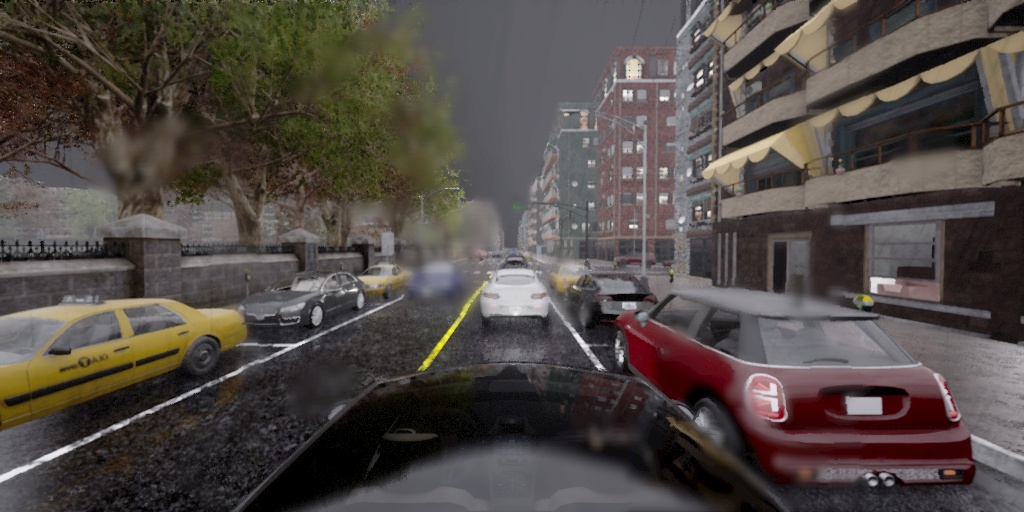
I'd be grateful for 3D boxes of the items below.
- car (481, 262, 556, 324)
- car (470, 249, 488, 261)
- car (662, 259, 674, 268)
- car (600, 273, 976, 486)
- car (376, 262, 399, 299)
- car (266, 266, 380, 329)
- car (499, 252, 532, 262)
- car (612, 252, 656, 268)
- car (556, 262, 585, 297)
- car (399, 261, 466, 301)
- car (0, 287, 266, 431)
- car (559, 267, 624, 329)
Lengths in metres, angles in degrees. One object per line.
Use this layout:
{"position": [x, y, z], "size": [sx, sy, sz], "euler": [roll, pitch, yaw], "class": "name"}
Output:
{"position": [0.099, 1.074, 10.941], "size": [1.812, 1.442, 4.674], "euler": [0, 1, 0], "class": "car"}
{"position": [-5.694, -0.173, 59.506], "size": [2.192, 1.841, 5.009], "euler": [0, 0, 0], "class": "car"}
{"position": [20.290, 0.783, 42.954], "size": [4.507, 1.381, 1.888], "euler": [0, 0, 0], "class": "car"}
{"position": [2.692, 1.124, 4.693], "size": [1.967, 1.591, 4.097], "euler": [0, 0, 0], "class": "car"}
{"position": [-5.690, 0.966, 15.780], "size": [1.751, 1.417, 4.829], "euler": [0, 0, 0], "class": "car"}
{"position": [-5.689, 1.112, 10.321], "size": [2.007, 1.370, 4.403], "euler": [0, 0, 0], "class": "car"}
{"position": [0.340, 0.706, 27.062], "size": [1.837, 1.490, 4.892], "euler": [0, 1, 4], "class": "car"}
{"position": [14.596, 0.450, 42.933], "size": [5.009, 1.841, 2.192], "euler": [0, 0, 0], "class": "car"}
{"position": [2.690, 0.966, 16.122], "size": [1.751, 1.417, 4.829], "euler": [0, 0, 0], "class": "car"}
{"position": [-3.083, 0.978, 15.372], "size": [1.812, 1.442, 4.674], "euler": [0, 1, 0], "class": "car"}
{"position": [-5.689, 1.210, 4.522], "size": [1.751, 1.417, 4.829], "euler": [0, 0, 0], "class": "car"}
{"position": [2.692, 1.127, 10.323], "size": [1.948, 1.339, 4.313], "euler": [0, 0, 0], "class": "car"}
